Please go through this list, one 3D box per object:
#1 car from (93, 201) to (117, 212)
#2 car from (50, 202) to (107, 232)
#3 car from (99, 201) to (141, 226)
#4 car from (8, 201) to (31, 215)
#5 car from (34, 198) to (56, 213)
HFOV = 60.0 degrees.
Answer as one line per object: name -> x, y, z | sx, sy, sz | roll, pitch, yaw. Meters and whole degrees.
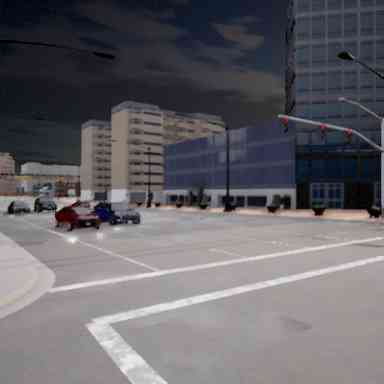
car -> -12.339, 2.053, 46.892 | 1.812, 1.442, 4.674 | 0, -1, -35
car -> -7.578, 1.658, 21.798 | 1.882, 1.535, 5.008 | 0, -1, -35
car -> -5.606, 1.554, 25.079 | 2.097, 1.767, 4.553 | 0, -1, -35
car -> -21.745, 1.896, 41.858 | 2.097, 1.767, 4.553 | 0, -1, -35
car -> -20.132, 1.804, 45.668 | 2.150, 2.045, 5.566 | 0, -1, -35
